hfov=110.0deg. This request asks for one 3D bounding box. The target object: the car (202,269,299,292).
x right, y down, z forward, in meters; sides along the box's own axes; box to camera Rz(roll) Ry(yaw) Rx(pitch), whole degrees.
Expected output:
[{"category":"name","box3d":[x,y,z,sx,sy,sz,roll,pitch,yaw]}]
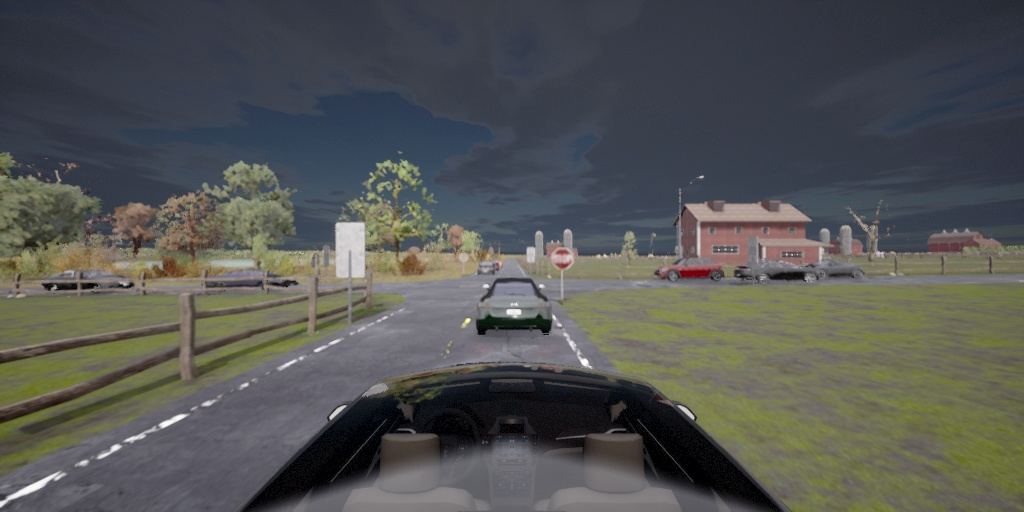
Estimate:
[{"category":"car","box3d":[-17.058,1.557,23.518,5.357,1.411,2.033,-1,0,1]}]

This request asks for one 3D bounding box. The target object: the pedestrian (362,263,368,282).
[{"category":"pedestrian","box3d":[-12.158,1.203,29.447,0.375,1.860,0.375,0,1,0]}]

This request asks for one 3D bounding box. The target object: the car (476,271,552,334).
[{"category":"car","box3d":[0.051,1.326,10.680,1.994,1.385,4.181,0,0,0]}]

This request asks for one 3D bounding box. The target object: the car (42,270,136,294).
[{"category":"car","box3d":[-27.865,1.650,23.710,4.902,1.511,2.128,-1,0,2]}]

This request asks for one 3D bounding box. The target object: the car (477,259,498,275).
[{"category":"car","box3d":[-2.843,1.330,40.583,1.812,1.442,4.674,0,0,0]}]

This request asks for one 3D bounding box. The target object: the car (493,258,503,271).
[{"category":"car","box3d":[-2.813,1.383,50.543,1.994,1.385,4.181,0,0,2]}]

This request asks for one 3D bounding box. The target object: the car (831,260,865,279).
[{"category":"car","box3d":[22.950,0.985,26.151,4.181,1.385,1.994,-1,0,1]}]

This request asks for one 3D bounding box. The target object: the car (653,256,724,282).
[{"category":"car","box3d":[12.820,0.921,26.284,4.553,1.767,2.097,-1,0,2]}]

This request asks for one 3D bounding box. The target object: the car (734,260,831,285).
[{"category":"car","box3d":[17.138,1.018,23.254,4.902,1.511,2.128,-1,0,1]}]
